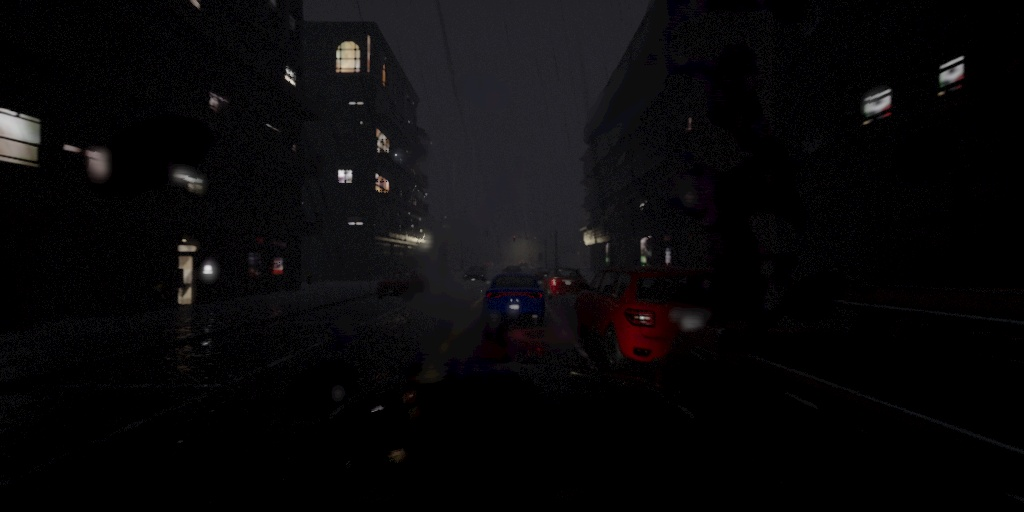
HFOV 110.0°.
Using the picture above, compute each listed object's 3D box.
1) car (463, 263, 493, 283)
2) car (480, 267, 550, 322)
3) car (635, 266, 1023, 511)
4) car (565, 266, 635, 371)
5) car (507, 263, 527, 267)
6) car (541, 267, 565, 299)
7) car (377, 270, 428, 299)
[{"bbox_3d":[-3.102,1.552,31.746,2.033,1.411,5.357,0,-1,0],"label":"car"},{"bbox_3d":[0.087,1.317,12.773,1.882,1.535,5.008,0,0,0],"label":"car"},{"bbox_3d":[2.691,1.067,2.059,2.192,1.841,5.009,0,0,0],"label":"car"},{"bbox_3d":[2.690,1.112,7.724,2.192,1.841,5.009,0,0,0],"label":"car"},{"bbox_3d":[0.089,1.576,32.602,1.994,1.385,4.181,0,-1,0],"label":"car"},{"bbox_3d":[2.687,1.332,19.051,1.967,1.591,4.097,0,0,0],"label":"car"},{"bbox_3d":[-5.693,1.438,19.050,1.888,1.381,4.507,0,0,0],"label":"car"}]
